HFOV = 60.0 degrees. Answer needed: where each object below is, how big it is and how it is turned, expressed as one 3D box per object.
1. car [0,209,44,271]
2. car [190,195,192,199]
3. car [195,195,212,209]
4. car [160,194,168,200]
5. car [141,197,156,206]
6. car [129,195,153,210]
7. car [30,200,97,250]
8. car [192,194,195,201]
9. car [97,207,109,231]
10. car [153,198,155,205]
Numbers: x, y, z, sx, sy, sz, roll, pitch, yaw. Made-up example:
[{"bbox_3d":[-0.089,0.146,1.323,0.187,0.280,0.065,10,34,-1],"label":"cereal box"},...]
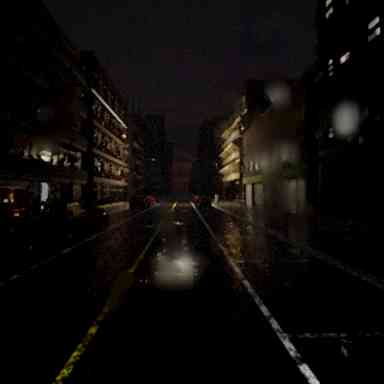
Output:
[{"bbox_3d":[-5.890,1.447,8.910,1.967,1.590,4.097,0,0,-1],"label":"car"},{"bbox_3d":[0.790,1.394,76.730,2.008,1.369,4.403,0,0,-1],"label":"car"},{"bbox_3d":[1.635,1.435,43.094,1.752,1.417,4.829,0,0,-1],"label":"car"},{"bbox_3d":[-8.013,1.393,93.427,2.008,1.369,4.403,0,0,-1],"label":"car"},{"bbox_3d":[-7.022,1.467,53.987,1.887,1.381,4.507,0,0,-1],"label":"car"},{"bbox_3d":[-6.739,1.259,42.717,2.192,1.841,5.009,0,0,-1],"label":"car"},{"bbox_3d":[-6.031,1.312,14.545,2.192,1.841,5.009,0,0,-1],"label":"car"},{"bbox_3d":[1.356,1.433,54.193,1.887,1.381,4.507,0,0,-1],"label":"car"},{"bbox_3d":[-6.173,1.569,20.180,1.802,1.307,4.206,0,0,-1],"label":"car"},{"bbox_3d":[-6.881,1.374,48.351,1.967,1.590,4.097,0,0,-1],"label":"car"}]
